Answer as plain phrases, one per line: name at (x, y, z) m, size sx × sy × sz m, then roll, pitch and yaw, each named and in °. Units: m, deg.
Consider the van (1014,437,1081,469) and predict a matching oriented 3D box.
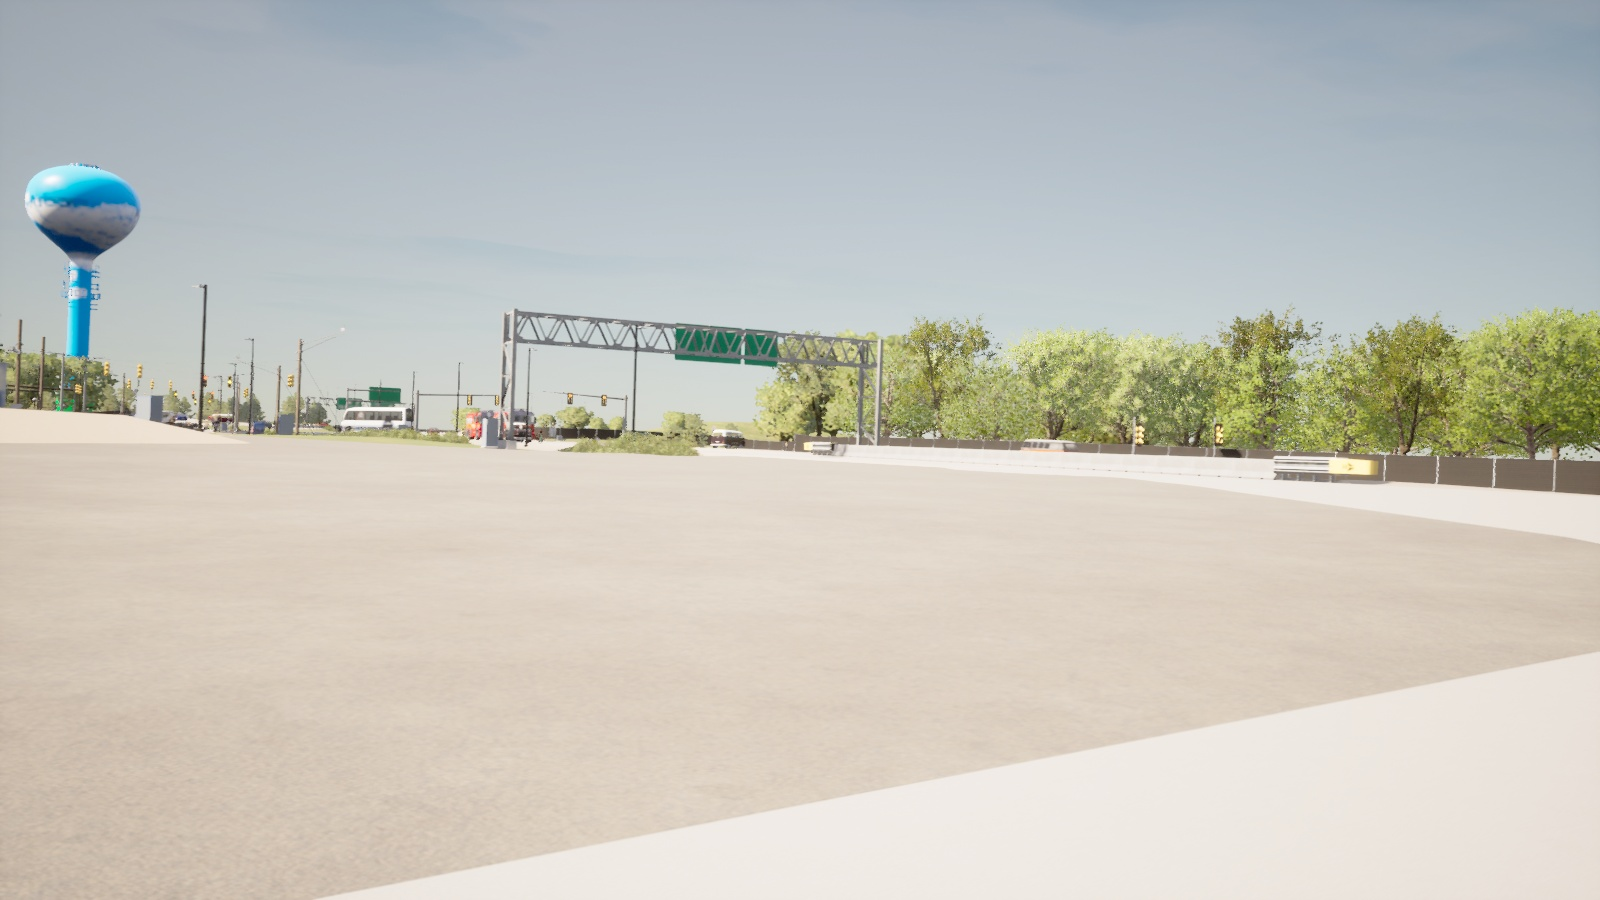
van at (16.857, 0.213, 85.690) m, size 1.775 × 1.987 × 4.442 m, roll 2°, pitch 1°, yaw -35°
